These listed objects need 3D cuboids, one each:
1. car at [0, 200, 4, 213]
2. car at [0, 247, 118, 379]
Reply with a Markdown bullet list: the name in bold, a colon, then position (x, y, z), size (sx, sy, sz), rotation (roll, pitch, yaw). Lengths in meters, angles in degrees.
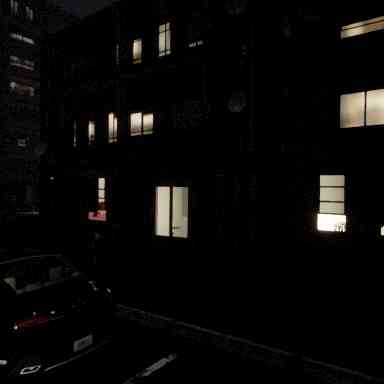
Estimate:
- **car**: position (-23.258, 1.623, 36.177), size (2.008, 1.369, 4.403), rotation (1, 0, 36)
- **car**: position (-3.065, 1.549, 5.200), size (4.403, 1.369, 2.008), rotation (0, 1, 35)
